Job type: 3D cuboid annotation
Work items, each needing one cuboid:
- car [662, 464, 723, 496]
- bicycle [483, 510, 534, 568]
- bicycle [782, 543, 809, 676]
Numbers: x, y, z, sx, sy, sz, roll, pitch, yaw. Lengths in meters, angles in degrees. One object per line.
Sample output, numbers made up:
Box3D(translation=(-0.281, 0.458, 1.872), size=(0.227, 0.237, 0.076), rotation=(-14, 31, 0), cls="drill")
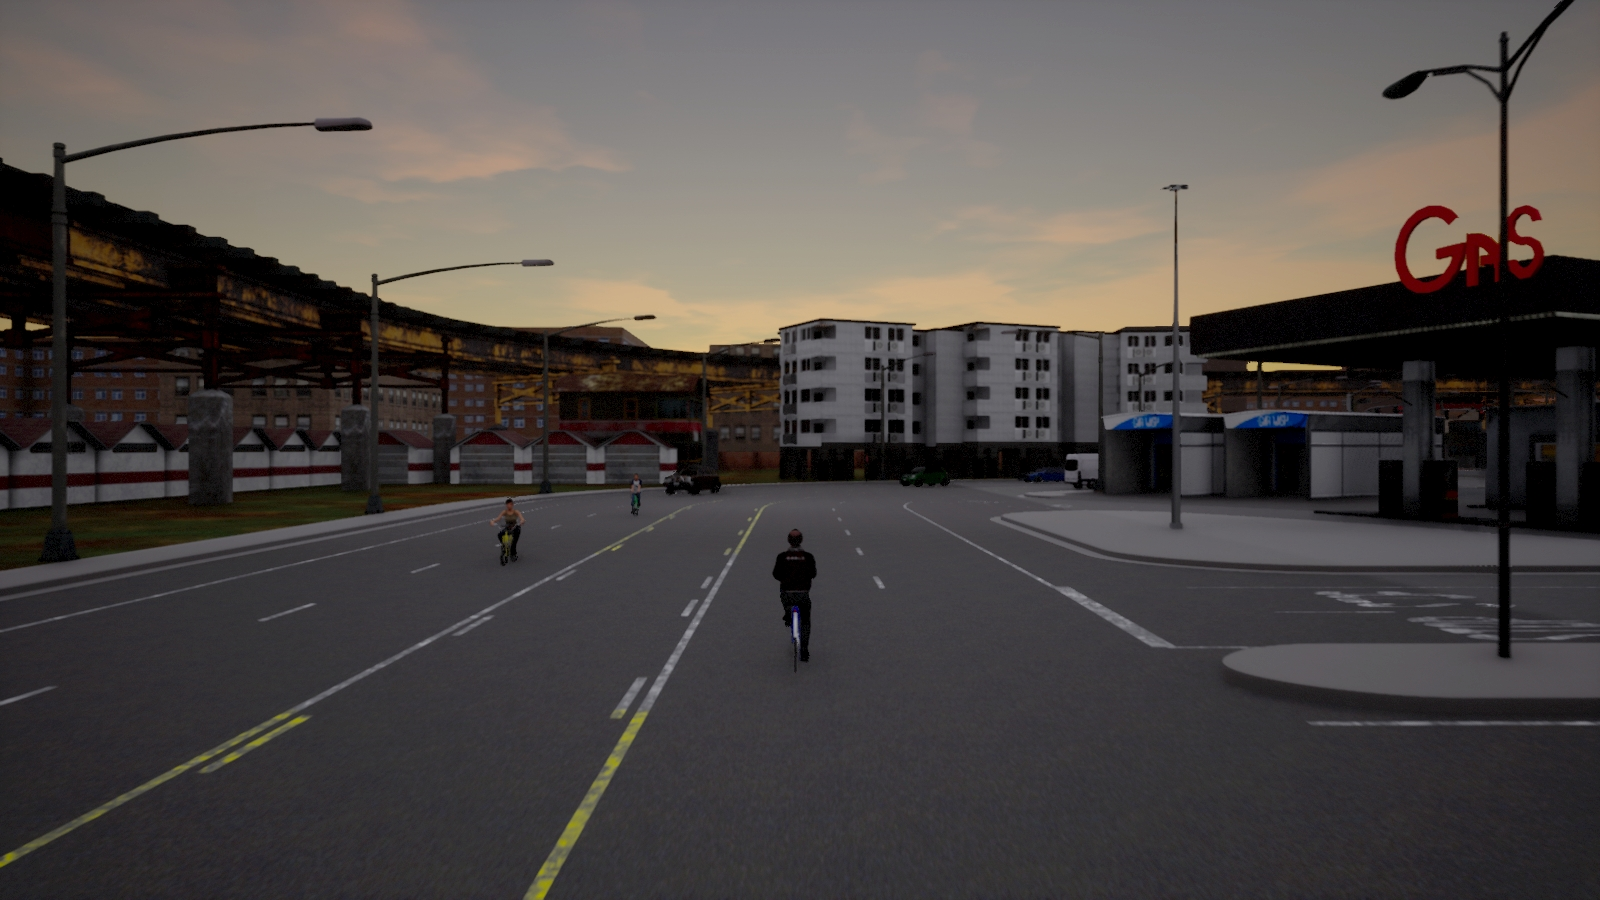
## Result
Box3D(translation=(-6.690, 1.865, 71.523), size=(1.932, 1.855, 4.605), rotation=(-2, -1, 21), cls="car")
Box3D(translation=(-7.108, 2.145, 27.918), size=(0.859, 1.301, 1.487), rotation=(0, 0, 0), cls="bicycle")
Box3D(translation=(-0.066, 2.048, 15.041), size=(0.329, 1.496, 1.835), rotation=(0, 0, 0), cls="bicycle")
